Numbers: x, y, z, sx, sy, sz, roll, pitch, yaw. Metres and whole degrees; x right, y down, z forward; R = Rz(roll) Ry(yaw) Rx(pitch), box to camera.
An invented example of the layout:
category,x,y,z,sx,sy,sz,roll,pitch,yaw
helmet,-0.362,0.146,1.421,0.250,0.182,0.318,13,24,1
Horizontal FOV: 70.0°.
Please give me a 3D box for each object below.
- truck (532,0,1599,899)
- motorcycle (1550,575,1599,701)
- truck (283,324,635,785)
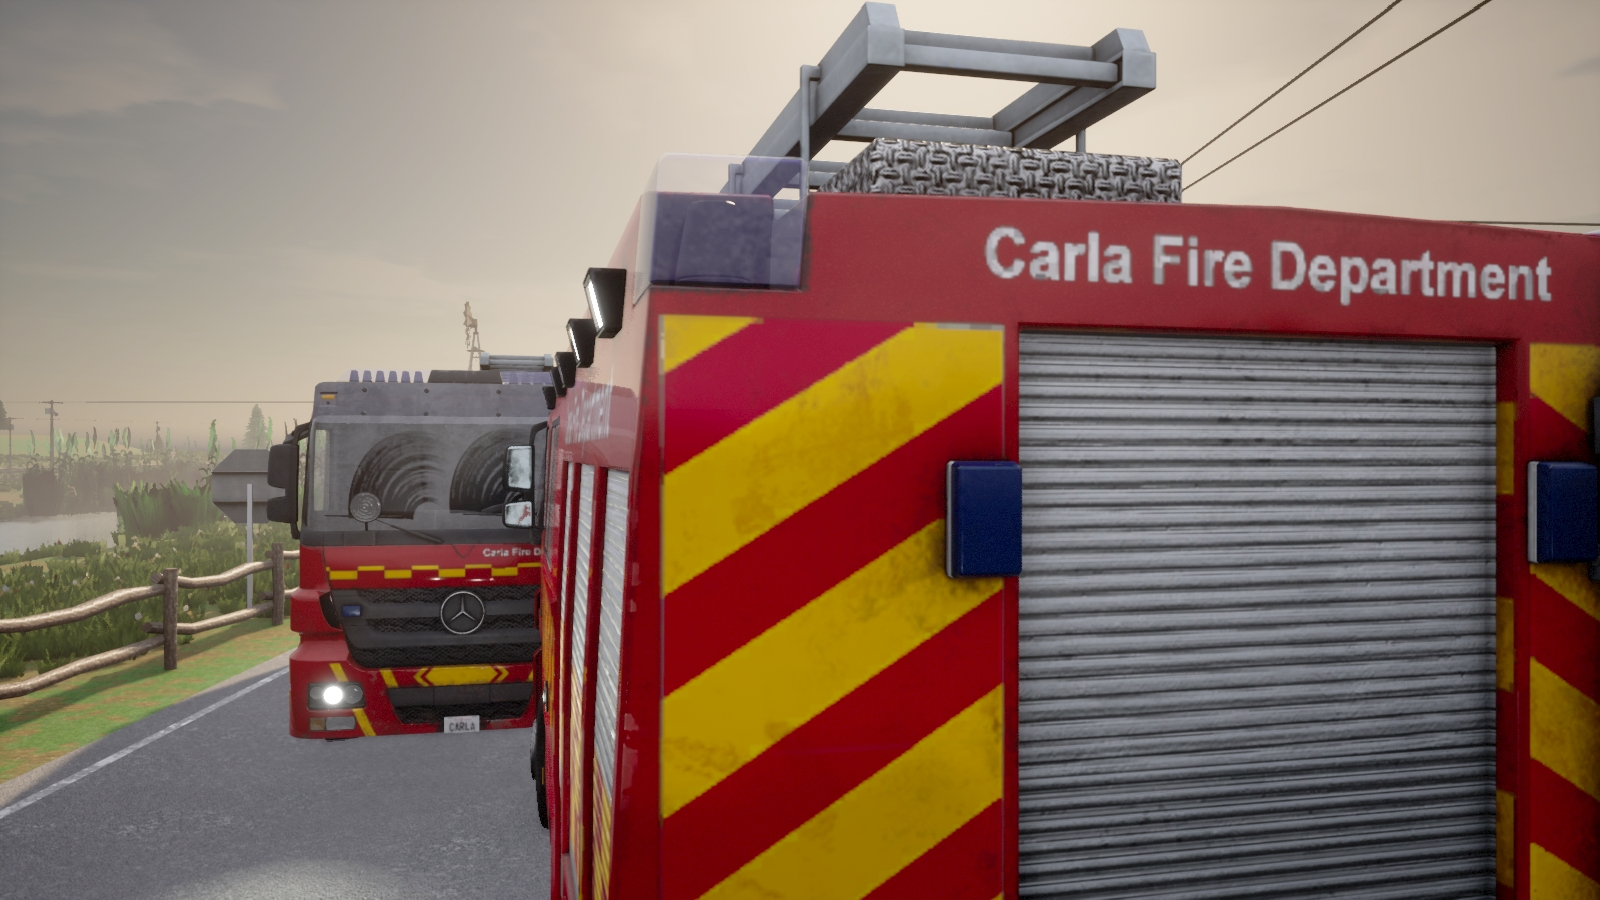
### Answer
category,x,y,z,sx,sy,sz,roll,pitch,yaw
truck,-0.068,0.867,6.875,2.891,3.827,8.468,0,0,-14
motorcycle,9.802,2.142,13.163,1.805,1.316,0.856,0,0,-7
truck,-3.895,0.862,13.936,2.891,3.827,8.468,0,0,-14
